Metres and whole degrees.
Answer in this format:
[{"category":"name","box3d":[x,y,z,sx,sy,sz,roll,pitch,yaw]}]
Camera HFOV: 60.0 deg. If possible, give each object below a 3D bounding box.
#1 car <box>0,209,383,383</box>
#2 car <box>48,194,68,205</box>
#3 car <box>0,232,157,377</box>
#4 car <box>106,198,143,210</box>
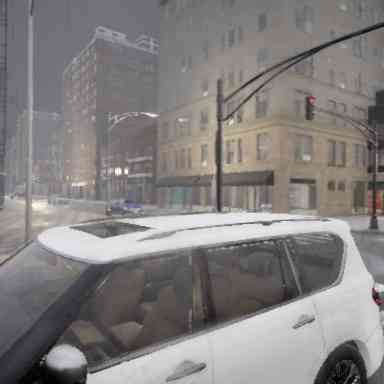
[{"category":"car","box3d":[-0.546,1.263,2.865,5.566,2.045,2.150,0,0,-35]},{"category":"car","box3d":[-18.962,1.067,46.943,1.812,1.442,4.674,1,0,-35]},{"category":"car","box3d":[-3.029,1.525,4.595,4.829,1.417,1.752,0,1,-35]},{"category":"car","box3d":[-5.765,1.280,28.088,1.812,1.442,4.674,1,0,-35]}]
